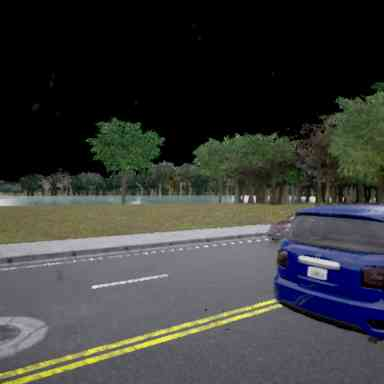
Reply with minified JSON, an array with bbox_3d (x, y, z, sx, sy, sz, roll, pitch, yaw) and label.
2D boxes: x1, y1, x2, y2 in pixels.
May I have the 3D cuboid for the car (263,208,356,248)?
[{"bbox_3d":[5.621,1.589,15.655,4.674,1.442,1.812,0,0,-36],"label":"car"}]

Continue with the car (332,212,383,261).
[{"bbox_3d":[8.118,1.614,13.463,5.357,1.411,2.033,0,0,-35],"label":"car"}]

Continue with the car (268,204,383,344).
[{"bbox_3d":[3.954,1.253,6.258,5.566,2.045,2.150,0,0,-35],"label":"car"}]
